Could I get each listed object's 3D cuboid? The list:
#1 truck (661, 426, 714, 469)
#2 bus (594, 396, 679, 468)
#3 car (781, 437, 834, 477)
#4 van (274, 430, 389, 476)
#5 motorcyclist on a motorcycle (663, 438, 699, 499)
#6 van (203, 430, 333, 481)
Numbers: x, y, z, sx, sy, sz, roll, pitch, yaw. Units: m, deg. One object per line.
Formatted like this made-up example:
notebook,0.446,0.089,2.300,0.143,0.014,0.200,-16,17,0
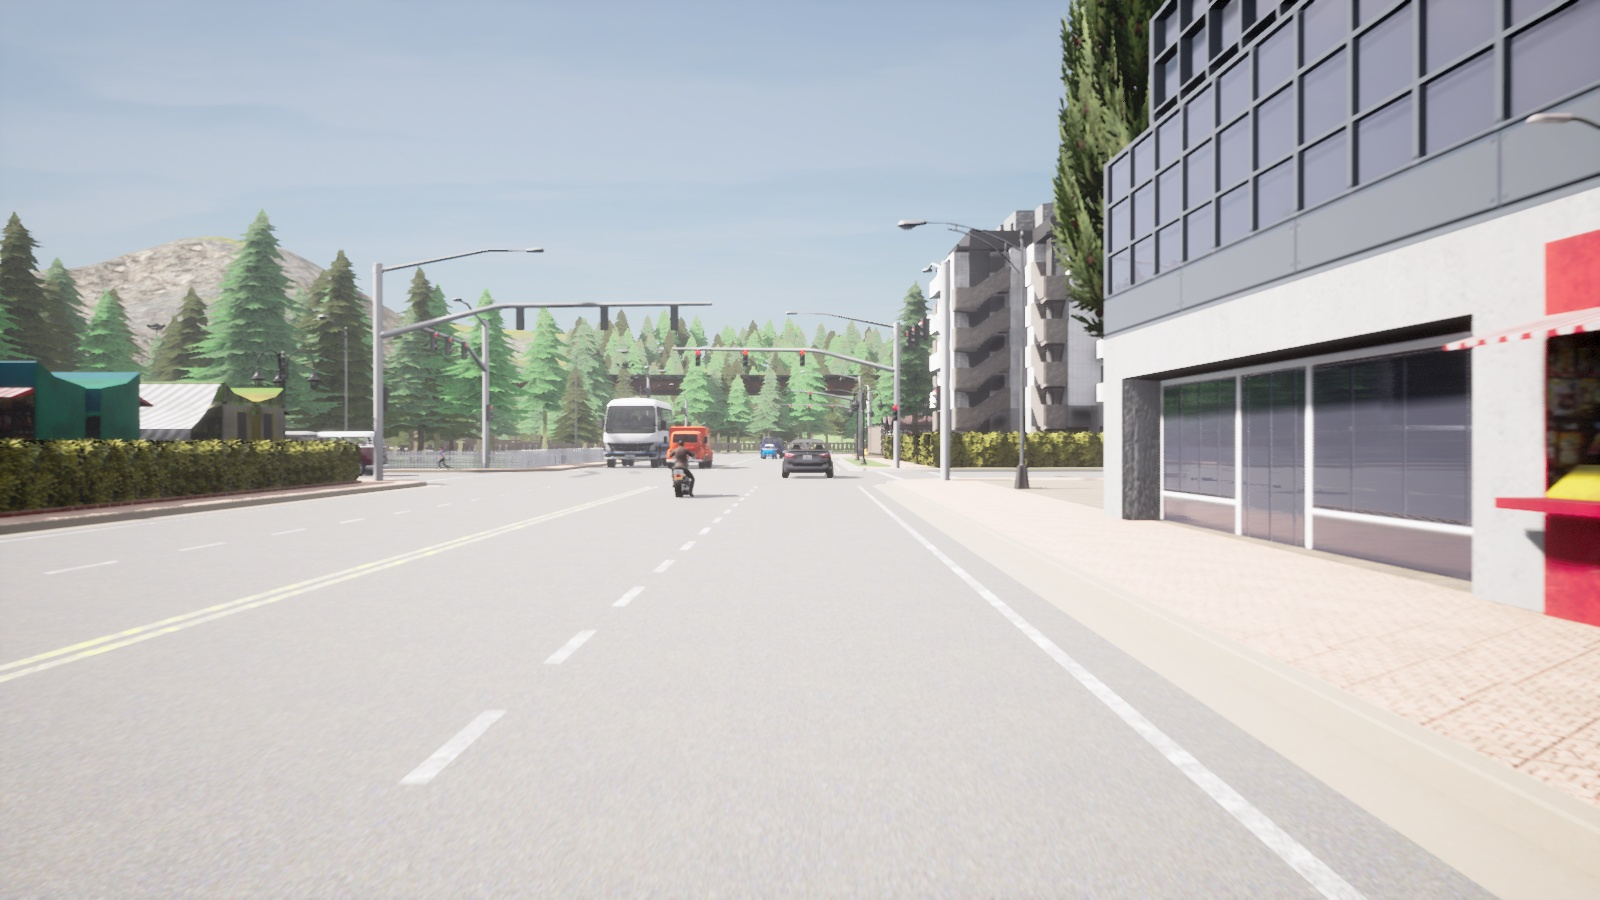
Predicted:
truck,-6.559,-0.164,73.998,2.627,2.467,5.204,0,0,0
bus,-10.032,-1.081,78.520,3.944,4.253,10.273,0,0,0
car,0.333,0.280,55.169,2.242,1.667,4.611,0,0,0
van,-21.230,0.131,57.025,4.480,2.038,2.069,0,0,0
motorcyclist on a motorcycle,-3.284,0.498,34.885,0.766,1.649,2.350,0,0,0
van,-21.146,0.200,50.037,4.442,1.987,1.775,0,0,-1
